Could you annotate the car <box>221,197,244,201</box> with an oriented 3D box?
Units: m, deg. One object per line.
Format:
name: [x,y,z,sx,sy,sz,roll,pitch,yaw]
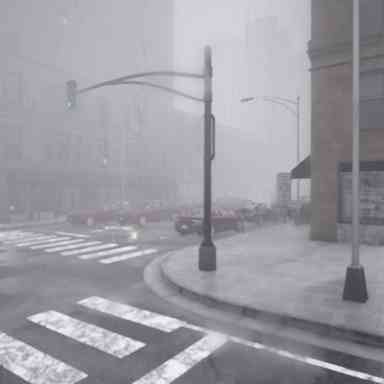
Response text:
car: [4.339,1.207,31.452,1.994,1.385,4.181,0,1,36]

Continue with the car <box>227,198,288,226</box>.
car: [4.178,1.329,21.167,2.008,1.369,4.403,1,1,36]

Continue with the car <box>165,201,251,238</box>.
car: [0.965,1.401,16.697,1.887,1.381,4.507,1,1,36]

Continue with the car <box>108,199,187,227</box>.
car: [-2.730,1.293,21.620,1.882,1.535,5.008,0,1,36]

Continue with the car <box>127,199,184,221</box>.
car: [-2.745,1.301,26.142,1.887,1.381,4.507,1,2,36]

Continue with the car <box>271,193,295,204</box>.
car: [13.318,0.917,48.492,1.887,1.381,4.507,1,1,36]

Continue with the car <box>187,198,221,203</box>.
car: [0.468,1.223,30.613,1.887,1.381,4.507,1,2,36]

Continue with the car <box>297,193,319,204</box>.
car: [17.098,0.908,49.046,1.994,1.385,4.181,0,1,36]

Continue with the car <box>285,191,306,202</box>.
car: [16.532,0.737,52.959,1.967,1.590,4.097,1,1,36]

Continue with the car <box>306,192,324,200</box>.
car: [22.956,0.692,61.902,1.887,1.381,4.507,1,1,36]

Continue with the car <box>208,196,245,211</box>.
car: [3.680,1.167,35.082,1.947,1.339,4.313,1,2,36]

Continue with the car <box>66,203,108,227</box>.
car: [-5.958,1.379,21.672,1.887,1.381,4.507,1,2,36]

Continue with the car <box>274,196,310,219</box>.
car: [7.390,1.267,25.637,1.947,1.339,4.313,1,1,36]

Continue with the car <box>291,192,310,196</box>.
car: [10.604,1.064,30.105,1.967,1.590,4.097,1,1,36]
